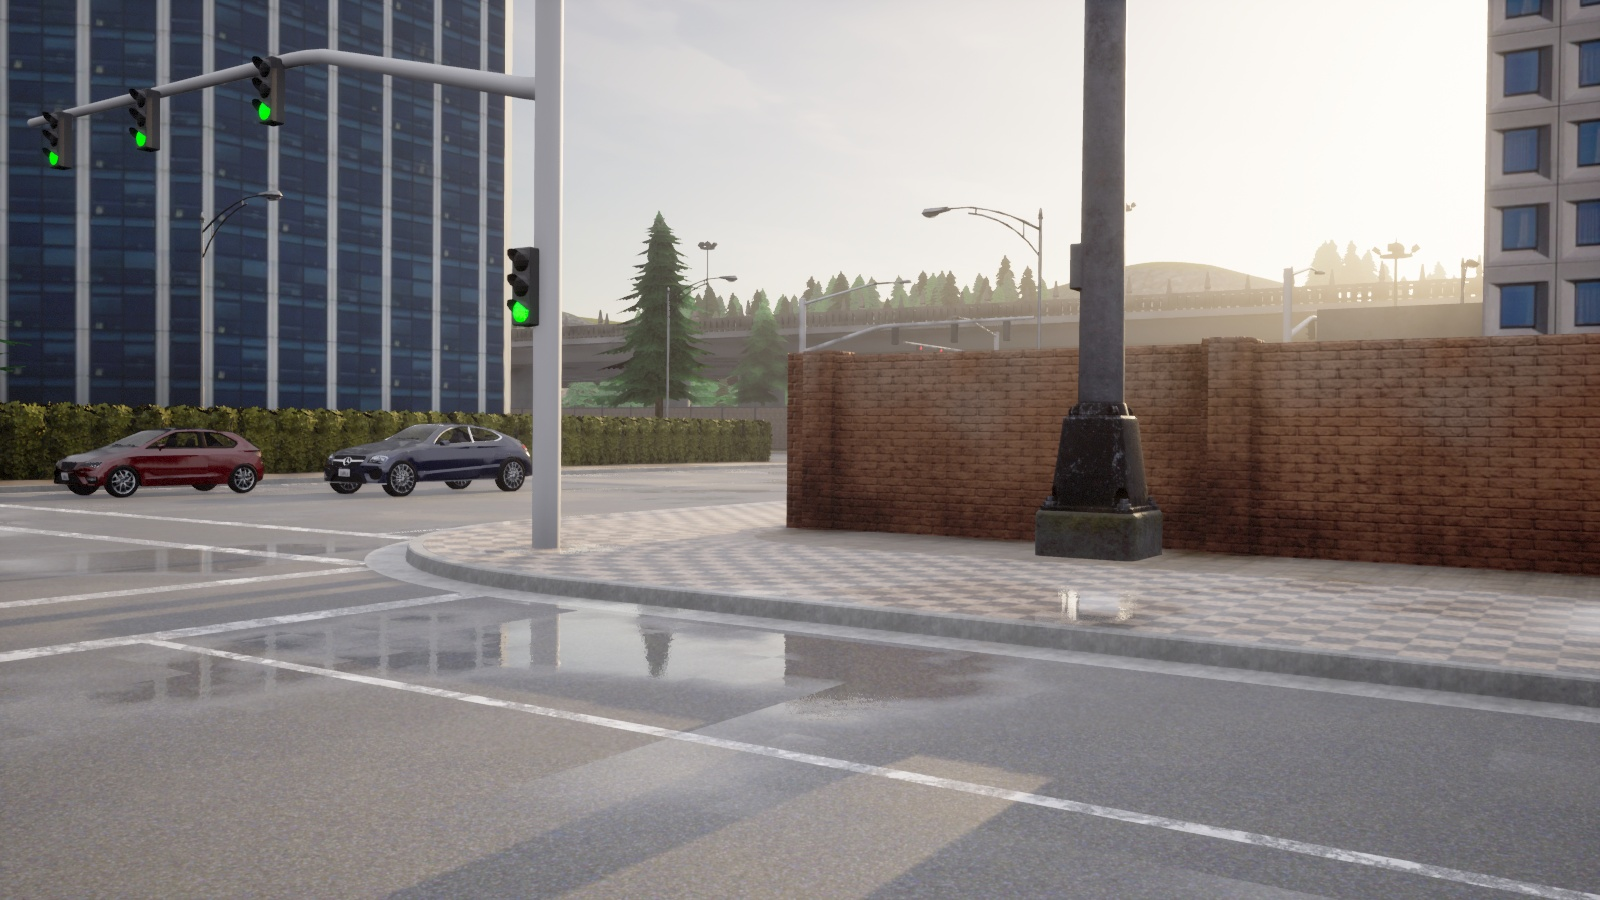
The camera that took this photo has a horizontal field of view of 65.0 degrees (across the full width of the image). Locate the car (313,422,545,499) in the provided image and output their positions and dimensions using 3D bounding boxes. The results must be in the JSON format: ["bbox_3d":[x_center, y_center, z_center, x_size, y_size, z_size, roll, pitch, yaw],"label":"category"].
[{"bbox_3d":[-8.596,0.184,29.564,2.152,1.651,5.027,0,1,33],"label":"car"}]

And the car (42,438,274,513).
[{"bbox_3d":[-14.023,0.494,27.653,1.816,1.474,4.193,0,1,33],"label":"car"}]
